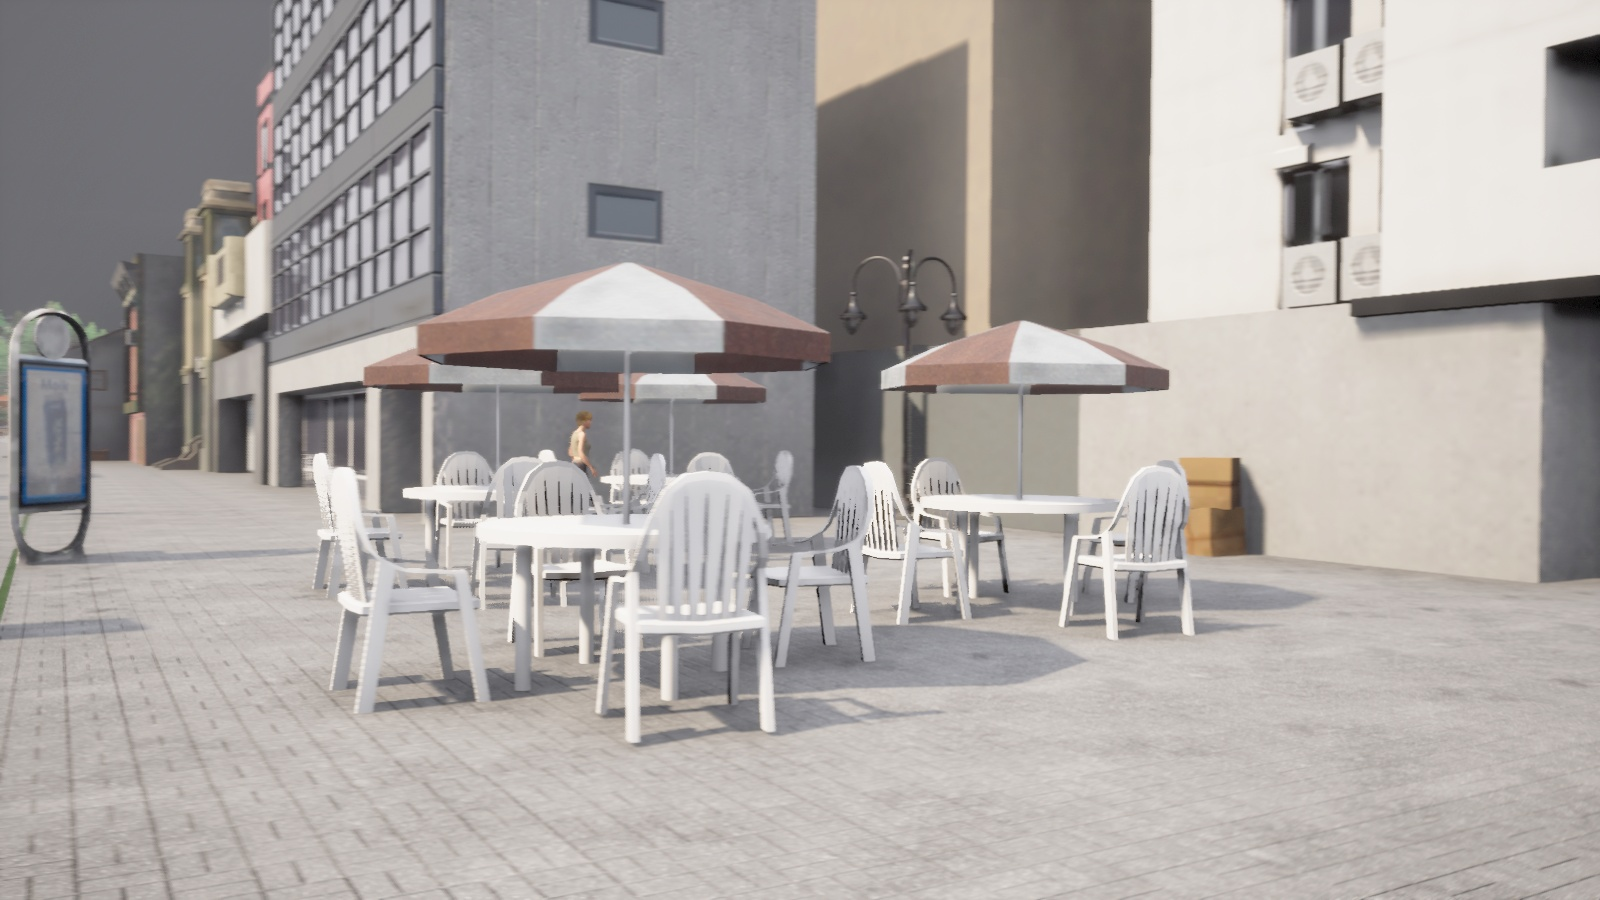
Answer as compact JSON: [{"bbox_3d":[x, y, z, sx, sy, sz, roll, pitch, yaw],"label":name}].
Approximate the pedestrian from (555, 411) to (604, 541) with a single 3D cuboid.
[{"bbox_3d":[-3.166,0.368,18.020,0.594,1.836,0.345,-1,1,-26],"label":"pedestrian"}]
